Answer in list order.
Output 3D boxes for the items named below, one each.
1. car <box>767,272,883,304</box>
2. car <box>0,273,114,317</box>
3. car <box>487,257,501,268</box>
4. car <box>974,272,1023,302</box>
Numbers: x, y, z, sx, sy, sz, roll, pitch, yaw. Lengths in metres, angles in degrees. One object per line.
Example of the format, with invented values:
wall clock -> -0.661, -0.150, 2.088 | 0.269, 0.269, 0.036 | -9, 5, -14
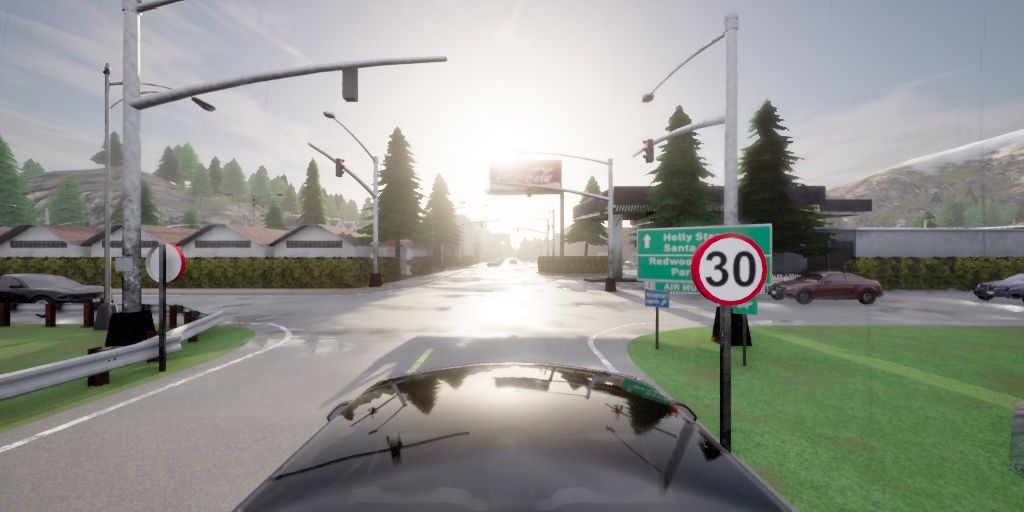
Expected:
car -> 14.793, 1.467, 17.048 | 4.674, 1.442, 1.812 | 0, 0, 0
car -> -18.335, 1.419, 13.722 | 5.008, 1.535, 1.882 | 0, 0, 1
car -> -3.358, 1.276, 63.430 | 1.812, 1.442, 4.674 | 0, 0, 1
car -> 24.993, 1.467, 16.946 | 4.674, 1.442, 1.812 | 0, 0, 1
